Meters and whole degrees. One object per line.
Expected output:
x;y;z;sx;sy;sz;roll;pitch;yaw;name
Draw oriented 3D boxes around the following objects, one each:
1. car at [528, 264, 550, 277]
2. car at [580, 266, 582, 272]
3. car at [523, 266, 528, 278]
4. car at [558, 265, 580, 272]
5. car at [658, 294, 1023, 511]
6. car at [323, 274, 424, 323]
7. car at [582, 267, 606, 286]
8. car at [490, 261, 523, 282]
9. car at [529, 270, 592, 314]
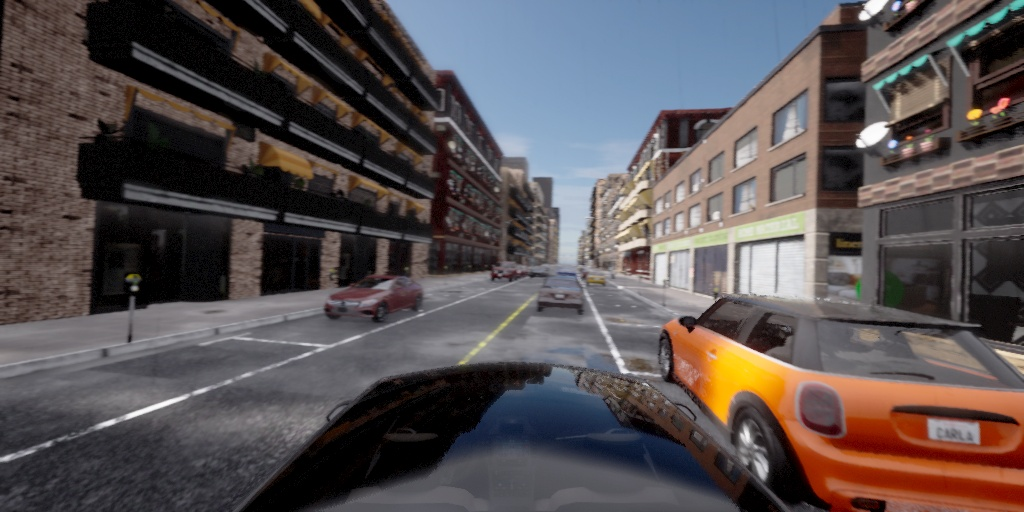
3.072;1.841;40.454;1.837;1.490;4.892;2;-1;10;car
9.421;2.180;43.910;1.888;1.381;4.507;0;0;9;car
0.243;1.652;39.721;1.967;1.591;4.097;0;0;9;car
5.063;1.808;33.201;1.882;1.535;5.008;2;-1;9;car
3.404;1.275;4.581;2.097;1.767;4.553;2;-1;9;car
-4.339;1.278;11.919;1.802;1.307;4.207;0;0;9;car
7.616;1.954;32.957;1.751;1.417;4.829;0;0;9;car
-0.673;1.424;34.161;2.192;1.841;5.009;0;0;9;car
2.140;1.548;15.465;2.033;1.411;5.357;2;-1;9;car
